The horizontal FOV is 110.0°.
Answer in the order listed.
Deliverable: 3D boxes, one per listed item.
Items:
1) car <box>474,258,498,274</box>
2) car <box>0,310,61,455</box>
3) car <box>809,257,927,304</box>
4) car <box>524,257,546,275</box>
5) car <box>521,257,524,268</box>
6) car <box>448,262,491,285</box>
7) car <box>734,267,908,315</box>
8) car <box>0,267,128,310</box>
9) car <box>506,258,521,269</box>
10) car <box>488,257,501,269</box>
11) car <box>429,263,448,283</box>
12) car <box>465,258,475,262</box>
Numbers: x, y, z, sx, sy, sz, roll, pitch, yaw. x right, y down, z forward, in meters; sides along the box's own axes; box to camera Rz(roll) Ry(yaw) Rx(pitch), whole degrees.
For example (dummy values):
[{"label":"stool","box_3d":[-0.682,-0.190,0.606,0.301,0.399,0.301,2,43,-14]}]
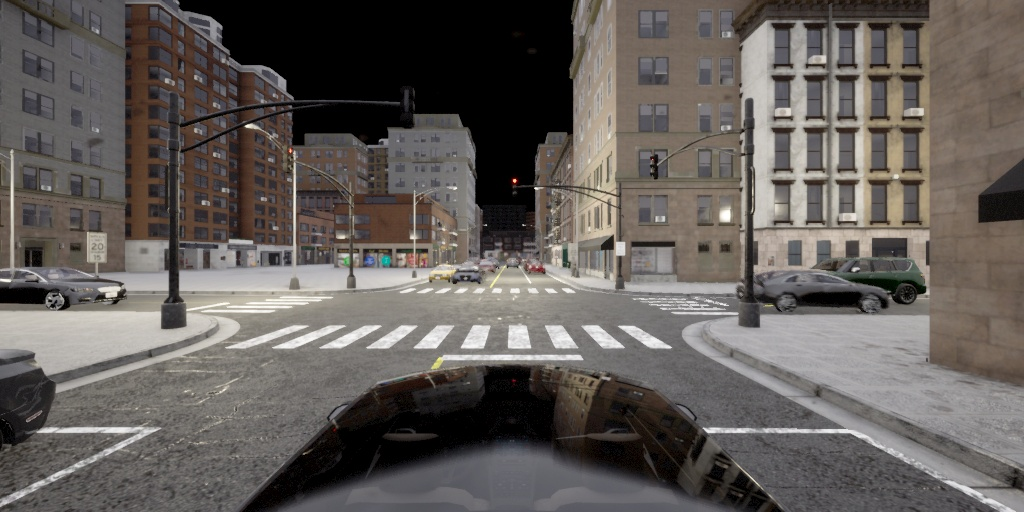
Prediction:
[{"label":"car","box_3d":[-2.832,1.277,40.335,1.812,1.442,4.674,0,0,0]},{"label":"car","box_3d":[-5.388,1.300,1.673,2.007,1.370,4.403,0,0,0]},{"label":"car","box_3d":[15.349,1.056,16.324,5.566,2.045,2.150,0,0,-2]},{"label":"car","box_3d":[2.651,1.191,39.839,1.967,1.591,4.097,0,0,0]},{"label":"car","box_3d":[2.654,1.066,45.501,2.192,1.841,5.009,0,0,0]},{"label":"car","box_3d":[-2.972,1.315,25.789,1.994,1.385,4.181,0,0,3]},{"label":"car","box_3d":[11.182,1.304,13.547,4.902,1.511,2.128,0,0,3]},{"label":"car","box_3d":[-17.278,1.162,13.342,4.902,1.511,2.128,0,0,2]},{"label":"car","box_3d":[0.115,1.317,58.569,1.994,1.385,4.181,0,0,1]},{"label":"car","box_3d":[-2.798,1.257,54.719,1.837,1.490,4.892,0,0,0]},{"label":"car","box_3d":[-5.378,1.276,28.349,1.751,1.417,4.829,0,0,0]},{"label":"car","box_3d":[-5.372,1.302,45.505,2.007,1.370,4.403,0,0,0]}]
